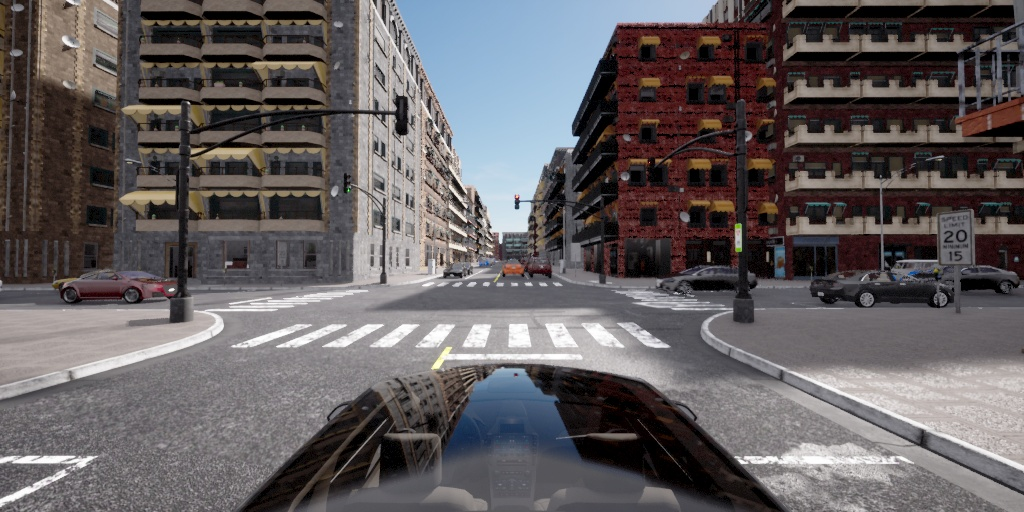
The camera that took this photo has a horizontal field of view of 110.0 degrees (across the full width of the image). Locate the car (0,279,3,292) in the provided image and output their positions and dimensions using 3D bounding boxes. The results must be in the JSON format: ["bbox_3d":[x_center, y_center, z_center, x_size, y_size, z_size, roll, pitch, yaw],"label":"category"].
[{"bbox_3d":[-26.680,1.027,16.055,5.566,2.045,2.150,0,-1,0],"label":"car"}]

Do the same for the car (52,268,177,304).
[{"bbox_3d":[-17.192,1.339,16.014,4.181,1.385,1.994,0,-1,0],"label":"car"}]

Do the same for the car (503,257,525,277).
[{"bbox_3d":[0.139,1.115,36.515,2.097,1.767,4.553,0,0,0],"label":"car"}]

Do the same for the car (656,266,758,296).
[{"bbox_3d":[10.155,1.249,18.869,4.902,1.511,2.128,0,-1,0],"label":"car"}]

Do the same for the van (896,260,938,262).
[{"bbox_3d":[24.925,1.115,21.265,3.998,1.789,1.690,0,0,0],"label":"van"}]

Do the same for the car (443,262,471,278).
[{"bbox_3d":[-5.279,1.328,33.694,1.948,1.339,4.313,0,0,0],"label":"car"}]

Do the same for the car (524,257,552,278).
[{"bbox_3d":[2.602,1.076,33.731,2.192,1.841,5.009,0,0,0],"label":"car"}]

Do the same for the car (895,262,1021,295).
[{"bbox_3d":[23.326,1.215,18.819,4.902,1.511,2.128,0,-1,0],"label":"car"}]

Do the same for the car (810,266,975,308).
[{"bbox_3d":[13.758,1.185,13.425,4.403,1.370,2.007,0,0,0],"label":"car"}]

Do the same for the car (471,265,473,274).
[{"bbox_3d":[-5.273,1.331,39.255,1.948,1.339,4.313,0,0,0],"label":"car"}]
